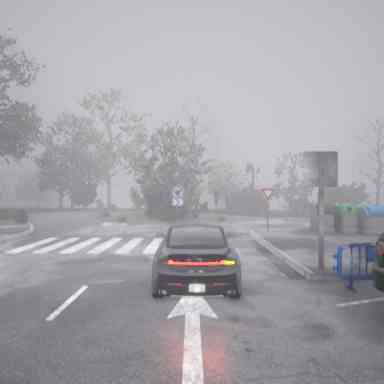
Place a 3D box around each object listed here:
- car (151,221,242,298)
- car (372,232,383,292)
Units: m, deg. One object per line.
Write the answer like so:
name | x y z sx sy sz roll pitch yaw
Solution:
car | 0.093 1.484 8.428 1.837 1.490 4.892 0 0 0
car | 6.024 1.221 6.161 5.566 2.045 2.435 1 0 -20
